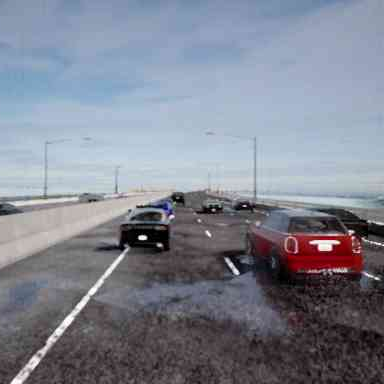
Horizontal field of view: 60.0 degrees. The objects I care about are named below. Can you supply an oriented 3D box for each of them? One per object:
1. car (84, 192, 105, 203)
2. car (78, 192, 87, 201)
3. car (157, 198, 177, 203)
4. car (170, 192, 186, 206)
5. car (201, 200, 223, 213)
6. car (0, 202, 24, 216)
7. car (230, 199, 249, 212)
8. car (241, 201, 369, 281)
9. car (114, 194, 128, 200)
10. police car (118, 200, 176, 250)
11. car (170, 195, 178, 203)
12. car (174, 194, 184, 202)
[{"bbox_3d":[-16.391,1.126,57.484,2.033,1.411,5.357,0,0,-1],"label":"car"},{"bbox_3d":[-20.031,0.873,63.389,2.097,1.767,4.553,0,0,-1],"label":"car"},{"bbox_3d":[-2.220,1.389,23.811,1.812,1.442,4.674,0,0,-2],"label":"car"},{"bbox_3d":[-2.085,0.946,48.580,2.150,2.045,5.566,0,0,-2],"label":"car"},{"bbox_3d":[2.021,1.433,34.435,1.895,1.301,4.718,0,0,-2],"label":"car"},{"bbox_3d":[-11.593,1.349,19.540,1.812,1.442,4.674,0,0,-2],"label":"car"},{"bbox_3d":[5.443,1.406,36.643,1.994,1.385,4.181,0,0,-2],"label":"car"},{"bbox_3d":[3.045,1.323,9.988,2.097,1.767,4.553,0,0,-3],"label":"car"},{"bbox_3d":[-12.994,1.141,61.369,1.994,1.385,4.181,0,0,-1],"label":"car"},{"bbox_3d":[-1.797,1.343,13.944,1.930,1.638,5.238,0,0,-3],"label":"police car"},{"bbox_3d":[-2.460,1.306,29.796,1.882,1.535,5.008,0,0,-2],"label":"car"},{"bbox_3d":[-2.566,1.149,65.180,1.812,1.442,4.674,0,0,-1],"label":"car"}]
